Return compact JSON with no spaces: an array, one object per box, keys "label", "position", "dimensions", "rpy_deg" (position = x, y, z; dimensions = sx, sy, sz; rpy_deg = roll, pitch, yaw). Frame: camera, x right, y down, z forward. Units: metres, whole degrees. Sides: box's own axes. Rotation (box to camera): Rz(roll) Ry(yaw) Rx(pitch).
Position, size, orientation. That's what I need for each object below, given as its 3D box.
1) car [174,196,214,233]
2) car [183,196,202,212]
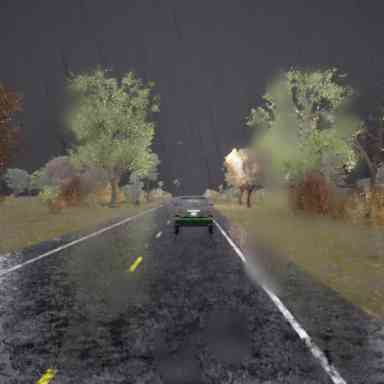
[{"label":"car","position":[0.096,1.235,19.938],"dimensions":[2.150,2.045,5.566],"rpy_deg":[0,0,0]},{"label":"car","position":[0.092,1.423,39.607],"dimensions":[2.097,1.767,4.553],"rpy_deg":[0,0,0]}]
